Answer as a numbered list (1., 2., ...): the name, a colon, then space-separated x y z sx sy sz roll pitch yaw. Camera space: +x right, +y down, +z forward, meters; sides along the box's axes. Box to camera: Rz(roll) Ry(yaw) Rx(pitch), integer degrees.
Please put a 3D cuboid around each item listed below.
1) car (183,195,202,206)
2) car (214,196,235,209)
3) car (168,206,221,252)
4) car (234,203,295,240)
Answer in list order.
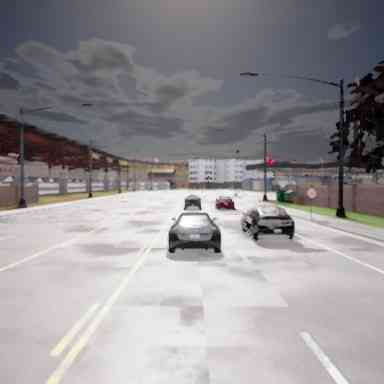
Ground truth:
1. car: 0.090 1.070 37.278 1.837 1.490 4.892 0 1 0
2. car: 3.590 1.141 36.763 1.994 1.385 4.181 0 1 0
3. car: 0.096 1.500 13.582 1.994 1.385 4.181 0 0 0
4. car: 3.595 1.407 16.363 2.128 1.511 4.902 0 1 0
